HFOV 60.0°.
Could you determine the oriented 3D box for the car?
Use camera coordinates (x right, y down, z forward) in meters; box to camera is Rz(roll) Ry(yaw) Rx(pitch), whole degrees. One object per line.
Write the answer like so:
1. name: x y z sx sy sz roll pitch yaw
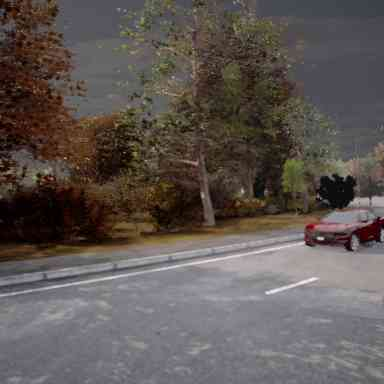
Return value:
1. car: 6.700 1.499 14.338 5.008 1.535 1.882 0 -1 -43
